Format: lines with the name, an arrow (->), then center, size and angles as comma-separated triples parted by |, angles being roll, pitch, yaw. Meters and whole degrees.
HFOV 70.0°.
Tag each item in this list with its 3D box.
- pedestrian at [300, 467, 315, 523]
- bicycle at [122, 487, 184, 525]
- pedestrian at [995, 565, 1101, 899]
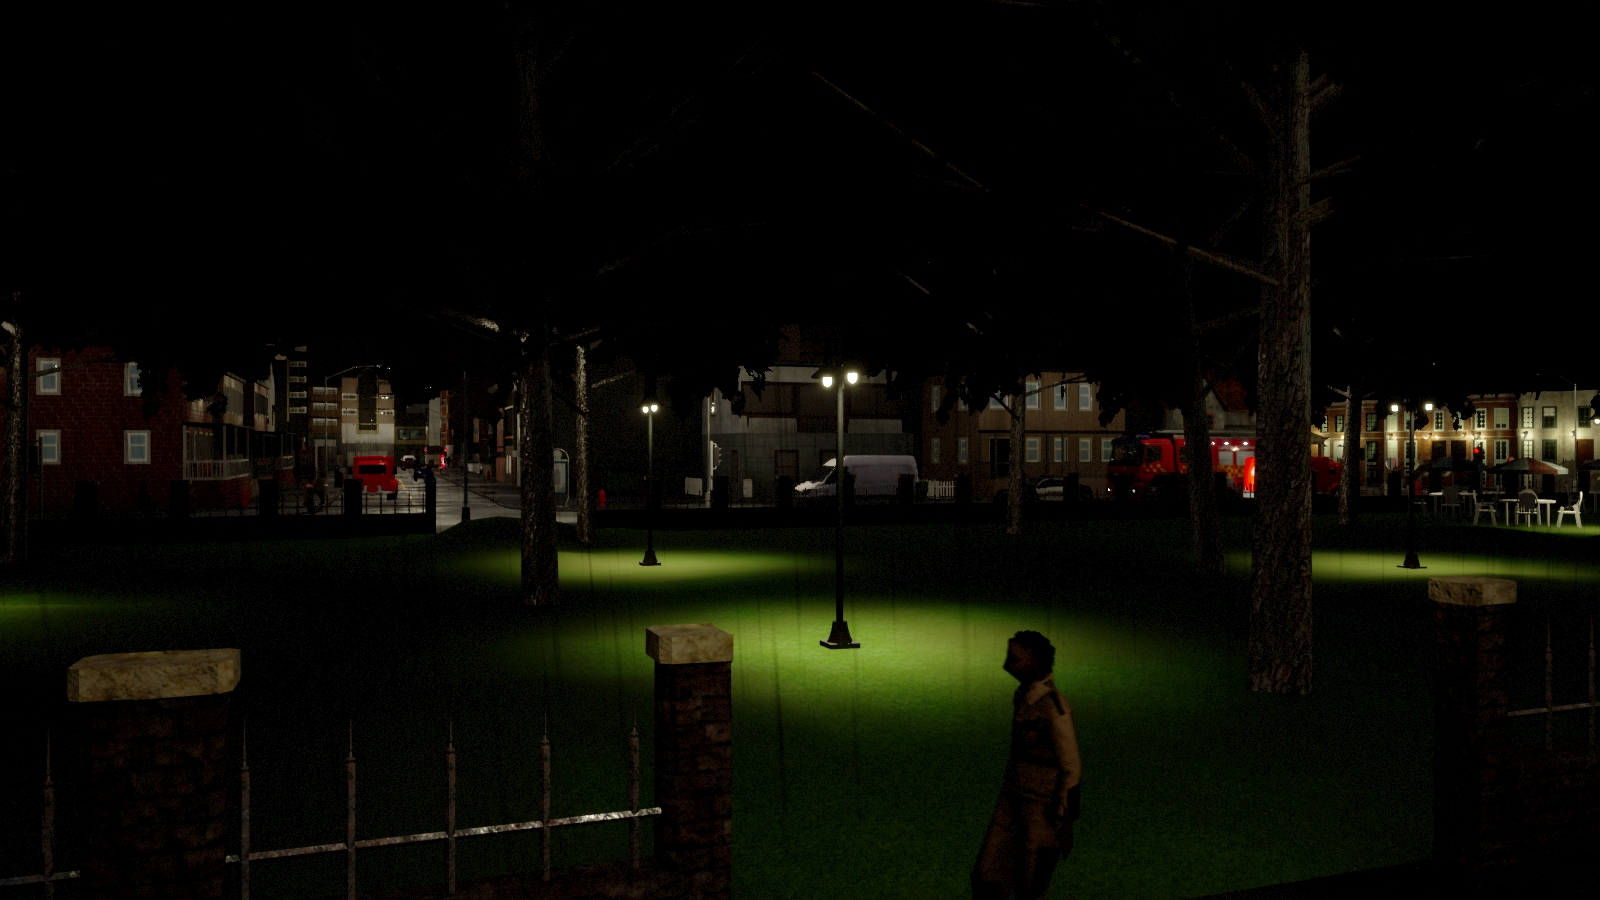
pedestrian -> -16.728, 1.525, 38.786 | 0.375, 1.860, 0.375 | 0, 0, -5
bicycle -> -22.412, 1.940, 39.592 | 1.835, 1.271, 0.329 | 0, 0, -20
pedestrian -> 1.226, 1.525, 5.667 | 0.375, 1.860, 0.375 | 0, 0, -19
